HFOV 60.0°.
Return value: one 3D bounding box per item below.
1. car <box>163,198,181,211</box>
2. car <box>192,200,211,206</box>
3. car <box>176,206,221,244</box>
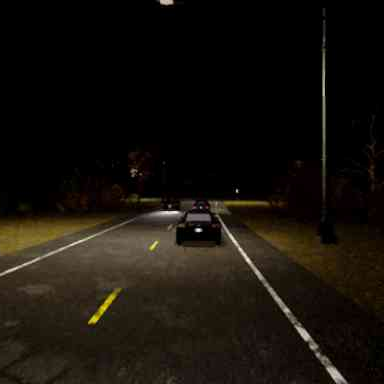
[{"bbox_3d":[-2.374,1.463,40.652,2.128,1.511,4.902,0,0,3],"label":"car"},{"bbox_3d":[0.974,1.534,34.190,2.033,1.411,5.357,0,0,3],"label":"car"},{"bbox_3d":[0.322,1.561,15.869,1.994,1.385,4.181,0,0,1],"label":"car"}]
